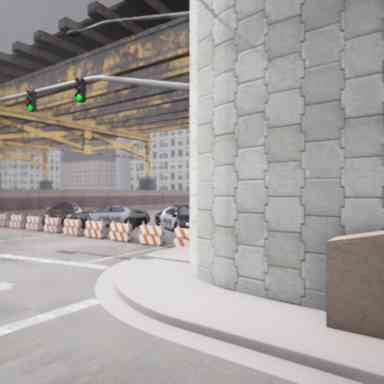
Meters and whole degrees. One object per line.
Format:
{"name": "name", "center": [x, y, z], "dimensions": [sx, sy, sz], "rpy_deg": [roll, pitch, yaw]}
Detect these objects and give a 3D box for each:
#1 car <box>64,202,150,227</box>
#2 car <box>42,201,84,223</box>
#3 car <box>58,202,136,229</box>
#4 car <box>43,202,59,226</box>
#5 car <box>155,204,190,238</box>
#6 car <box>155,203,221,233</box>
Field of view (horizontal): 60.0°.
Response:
{"name": "car", "center": [-5.072, 1.295, 20.314], "dimensions": [4.536, 1.218, 1.853], "rpy_deg": [0, 0, 0]}
{"name": "car", "center": [-8.827, 1.296, 23.120], "dimensions": [1.853, 1.218, 4.536], "rpy_deg": [0, 0, -10]}
{"name": "car", "center": [-5.124, 1.453, 20.314], "dimensions": [4.974, 1.542, 2.038], "rpy_deg": [0, 0, 0]}
{"name": "car", "center": [-8.818, 1.453, 23.069], "dimensions": [2.038, 1.542, 4.974], "rpy_deg": [0, 0, -10]}
{"name": "car", "center": [-0.356, 1.453, 17.727], "dimensions": [2.038, 1.542, 4.974], "rpy_deg": [0, 0, -25]}
{"name": "car", "center": [-0.378, 1.295, 17.774], "dimensions": [1.853, 1.218, 4.536], "rpy_deg": [0, 0, -25]}
